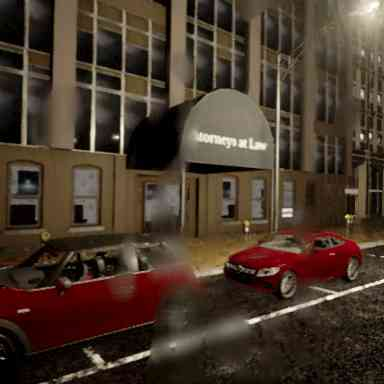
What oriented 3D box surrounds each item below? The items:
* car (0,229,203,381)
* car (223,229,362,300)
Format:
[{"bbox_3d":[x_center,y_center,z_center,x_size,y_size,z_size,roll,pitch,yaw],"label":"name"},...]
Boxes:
[{"bbox_3d":[-1.880,1.450,5.204,4.097,1.590,1.967,1,1,-36],"label":"car"},{"bbox_3d":[2.721,1.636,8.491,4.206,1.307,1.802,1,1,-36],"label":"car"}]
